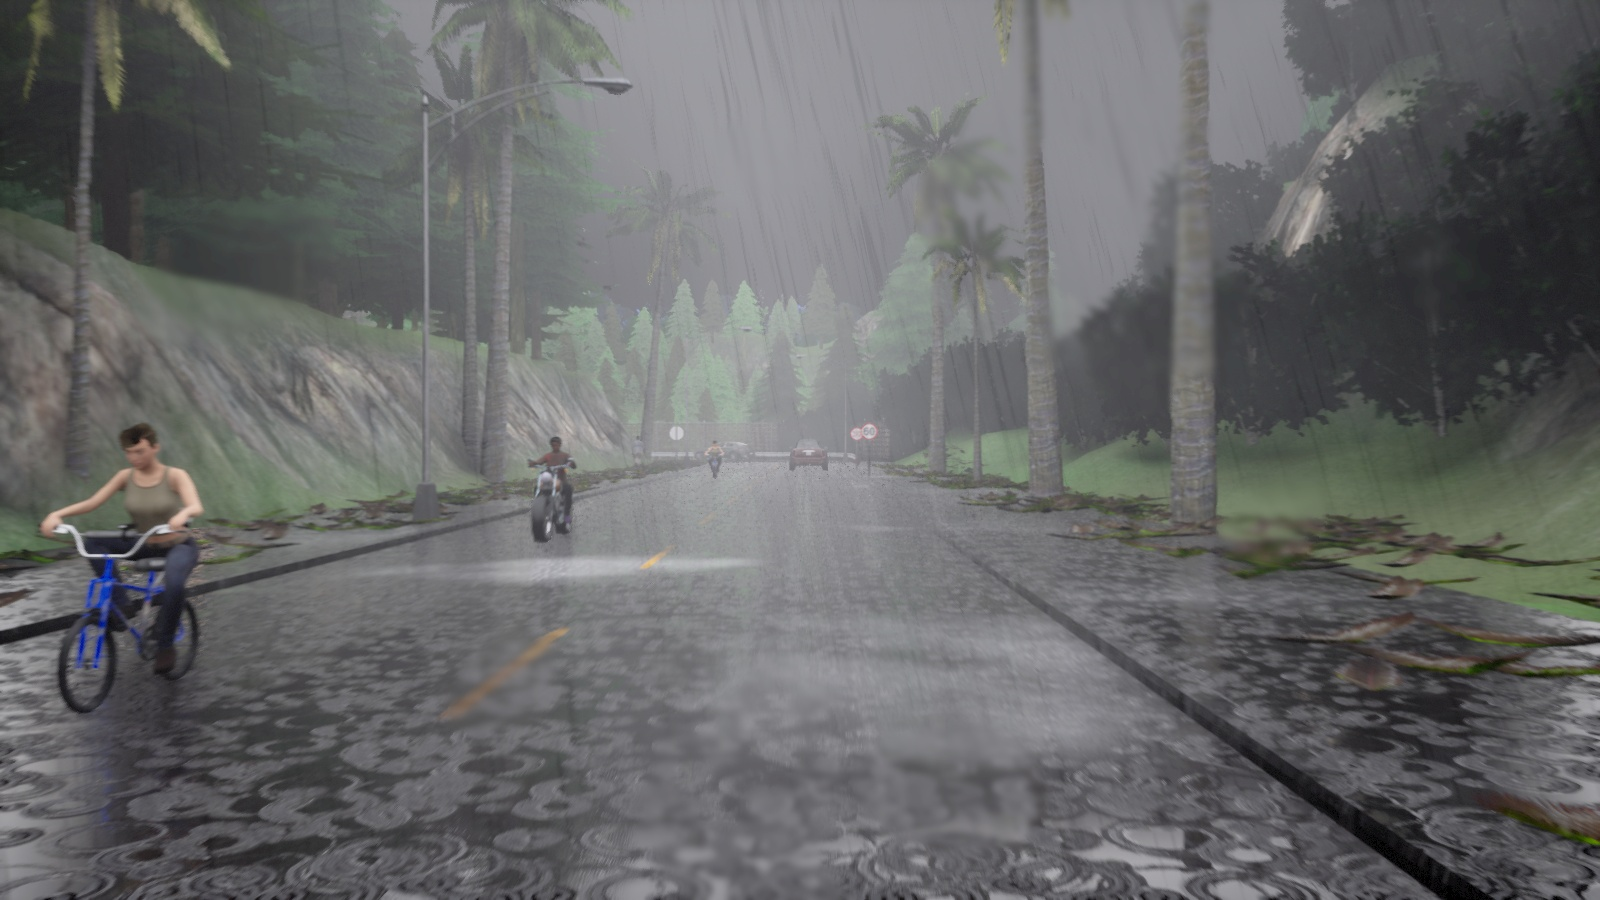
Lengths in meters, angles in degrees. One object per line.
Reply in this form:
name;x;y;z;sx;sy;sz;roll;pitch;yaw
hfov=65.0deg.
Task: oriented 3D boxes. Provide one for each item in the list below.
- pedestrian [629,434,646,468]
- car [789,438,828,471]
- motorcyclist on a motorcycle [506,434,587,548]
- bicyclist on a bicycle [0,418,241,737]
pedestrian;-8.849;0.066;68.310;0.874;1.855;0.900;0;0;-4
car;0.489;0.218;69.535;2.097;1.767;4.553;0;0;0
motorcyclist on a motorcycle;-3.865;0.586;19.327;0.766;1.649;2.350;0;1;0
bicyclist on a bicycle;-3.940;0.640;7.109;0.866;1.612;1.509;0;0;1
